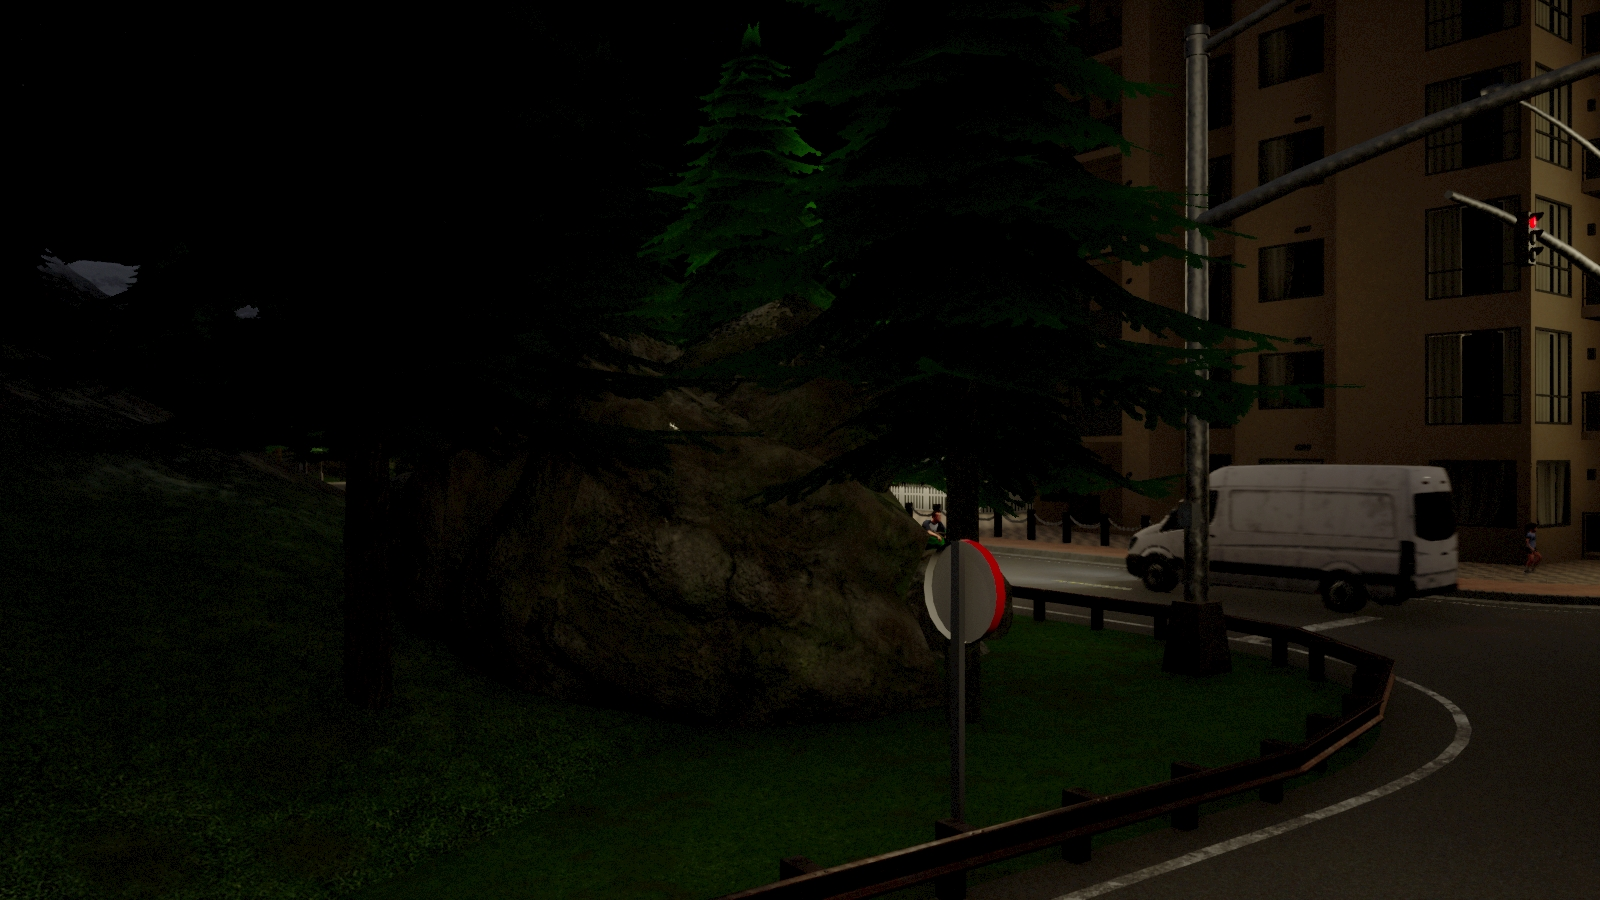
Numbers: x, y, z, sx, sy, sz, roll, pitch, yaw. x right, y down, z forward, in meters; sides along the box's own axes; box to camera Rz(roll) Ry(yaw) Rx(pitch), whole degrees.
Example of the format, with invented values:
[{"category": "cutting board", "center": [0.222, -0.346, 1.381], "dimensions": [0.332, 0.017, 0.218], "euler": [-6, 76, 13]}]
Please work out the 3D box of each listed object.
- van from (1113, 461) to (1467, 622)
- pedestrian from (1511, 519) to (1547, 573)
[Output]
[{"category": "van", "center": [9.021, 1.531, 21.630], "dimensions": [1.988, 2.561, 5.915], "euler": [0, 0, -39]}, {"category": "pedestrian", "center": [15.664, 2.057, 24.566], "dimensions": [0.500, 1.100, 0.500], "euler": [0, 0, -35]}]
